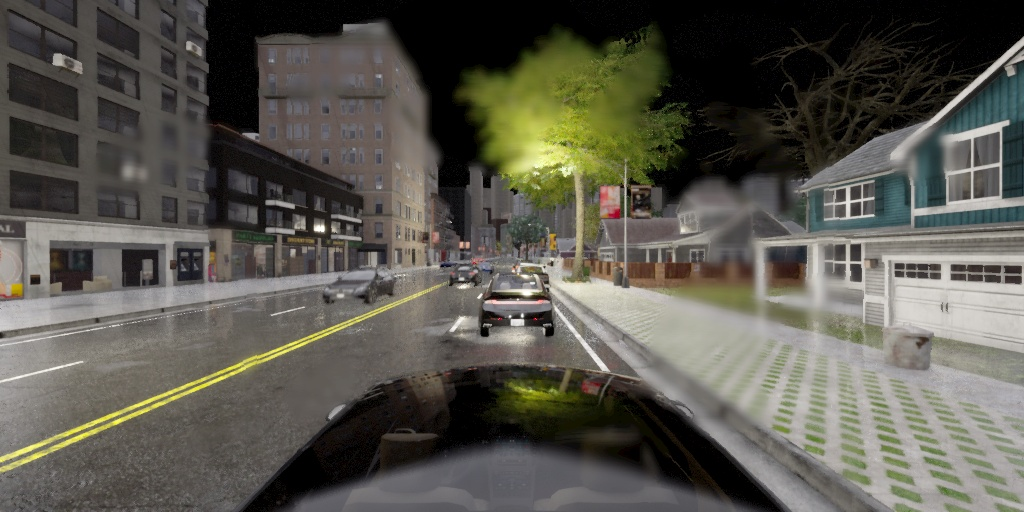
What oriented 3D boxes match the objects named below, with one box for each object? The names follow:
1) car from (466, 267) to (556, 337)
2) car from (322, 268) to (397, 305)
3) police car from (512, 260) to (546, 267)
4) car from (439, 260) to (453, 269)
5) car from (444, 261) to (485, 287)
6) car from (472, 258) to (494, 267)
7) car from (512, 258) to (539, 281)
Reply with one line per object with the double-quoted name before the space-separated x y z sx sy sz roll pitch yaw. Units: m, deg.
"car" 0.121 1.239 10.270 2.128 1.511 4.902 0 0 0
"car" -6.562 1.269 16.059 1.812 1.442 4.674 0 0 0
"police car" 1.025 1.165 20.520 1.930 1.638 5.238 0 0 0
"car" -9.699 1.308 54.287 1.895 1.301 4.718 0 0 0
"car" -3.089 1.262 24.384 1.812 1.442 4.674 0 0 0
"car" -3.043 1.267 41.240 2.033 1.411 5.357 0 0 0
"car" 1.051 1.082 30.380 2.097 1.767 4.553 0 0 0
